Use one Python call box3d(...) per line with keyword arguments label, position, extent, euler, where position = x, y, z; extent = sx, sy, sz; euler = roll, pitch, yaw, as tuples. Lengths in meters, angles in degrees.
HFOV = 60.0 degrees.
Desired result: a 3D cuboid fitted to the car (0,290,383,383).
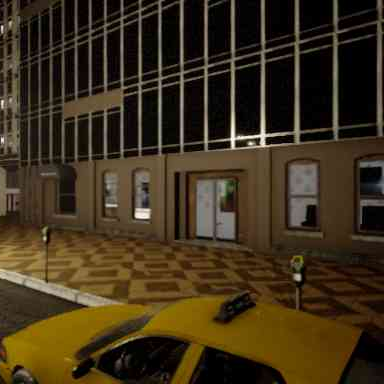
box3d(label="car", position=(0.124, 1.519, 2.791), extent=(4.829, 1.417, 1.752), euler=(0, 0, 36))
